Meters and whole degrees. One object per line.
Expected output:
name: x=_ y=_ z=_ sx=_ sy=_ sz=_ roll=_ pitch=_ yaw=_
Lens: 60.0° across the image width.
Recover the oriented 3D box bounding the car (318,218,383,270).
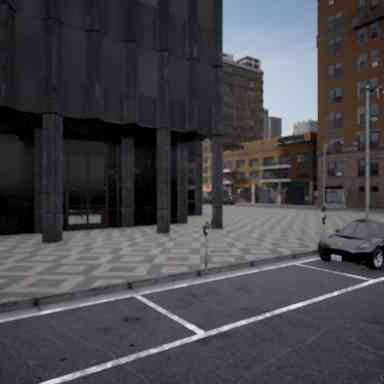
car: x=6.033 y=1.573 z=11.084 sx=4.313 sy=1.339 sz=1.947 roll=0 pitch=0 yaw=-36

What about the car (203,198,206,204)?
car: x=3.651 y=1.461 z=60.299 sx=2.128 sy=1.511 sz=4.902 roll=0 pitch=0 yaw=-34

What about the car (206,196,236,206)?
car: x=4.895 y=1.458 z=53.005 sx=1.882 sy=1.535 sz=5.008 roll=0 pitch=0 yaw=-34
